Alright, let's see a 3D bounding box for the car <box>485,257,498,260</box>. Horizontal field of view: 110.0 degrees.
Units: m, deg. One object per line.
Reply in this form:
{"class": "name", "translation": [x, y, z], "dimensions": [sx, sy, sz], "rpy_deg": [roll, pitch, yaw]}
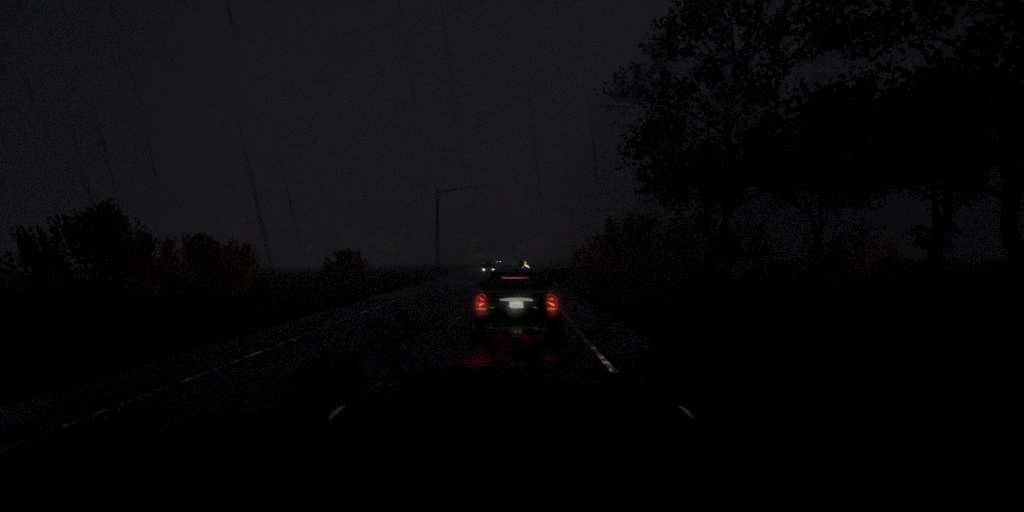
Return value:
{"class": "car", "translation": [-3.779, 1.210, 58.811], "dimensions": [1.882, 1.535, 5.008], "rpy_deg": [0, 0, 0]}

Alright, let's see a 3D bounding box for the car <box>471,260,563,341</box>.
{"class": "car", "translation": [0.109, 1.099, 10.002], "dimensions": [2.097, 1.767, 4.553], "rpy_deg": [0, 0, 0]}

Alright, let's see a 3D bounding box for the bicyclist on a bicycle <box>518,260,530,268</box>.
{"class": "bicyclist on a bicycle", "translation": [0.960, 1.177, 25.825], "dimensions": [0.866, 1.612, 1.509], "rpy_deg": [0, 0, 1]}
